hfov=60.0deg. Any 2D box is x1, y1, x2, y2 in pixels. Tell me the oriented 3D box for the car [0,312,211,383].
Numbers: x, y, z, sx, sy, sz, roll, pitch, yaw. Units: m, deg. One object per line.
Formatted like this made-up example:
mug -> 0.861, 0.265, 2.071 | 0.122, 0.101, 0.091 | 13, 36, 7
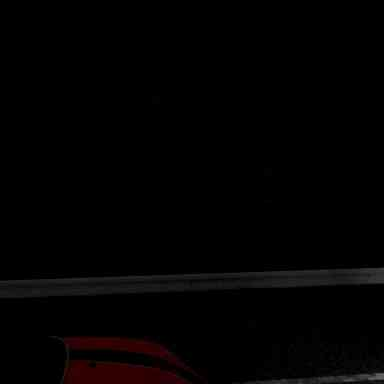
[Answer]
car -> -1.874, 1.352, 1.640 | 4.553, 1.767, 2.097 | 0, 0, -6
